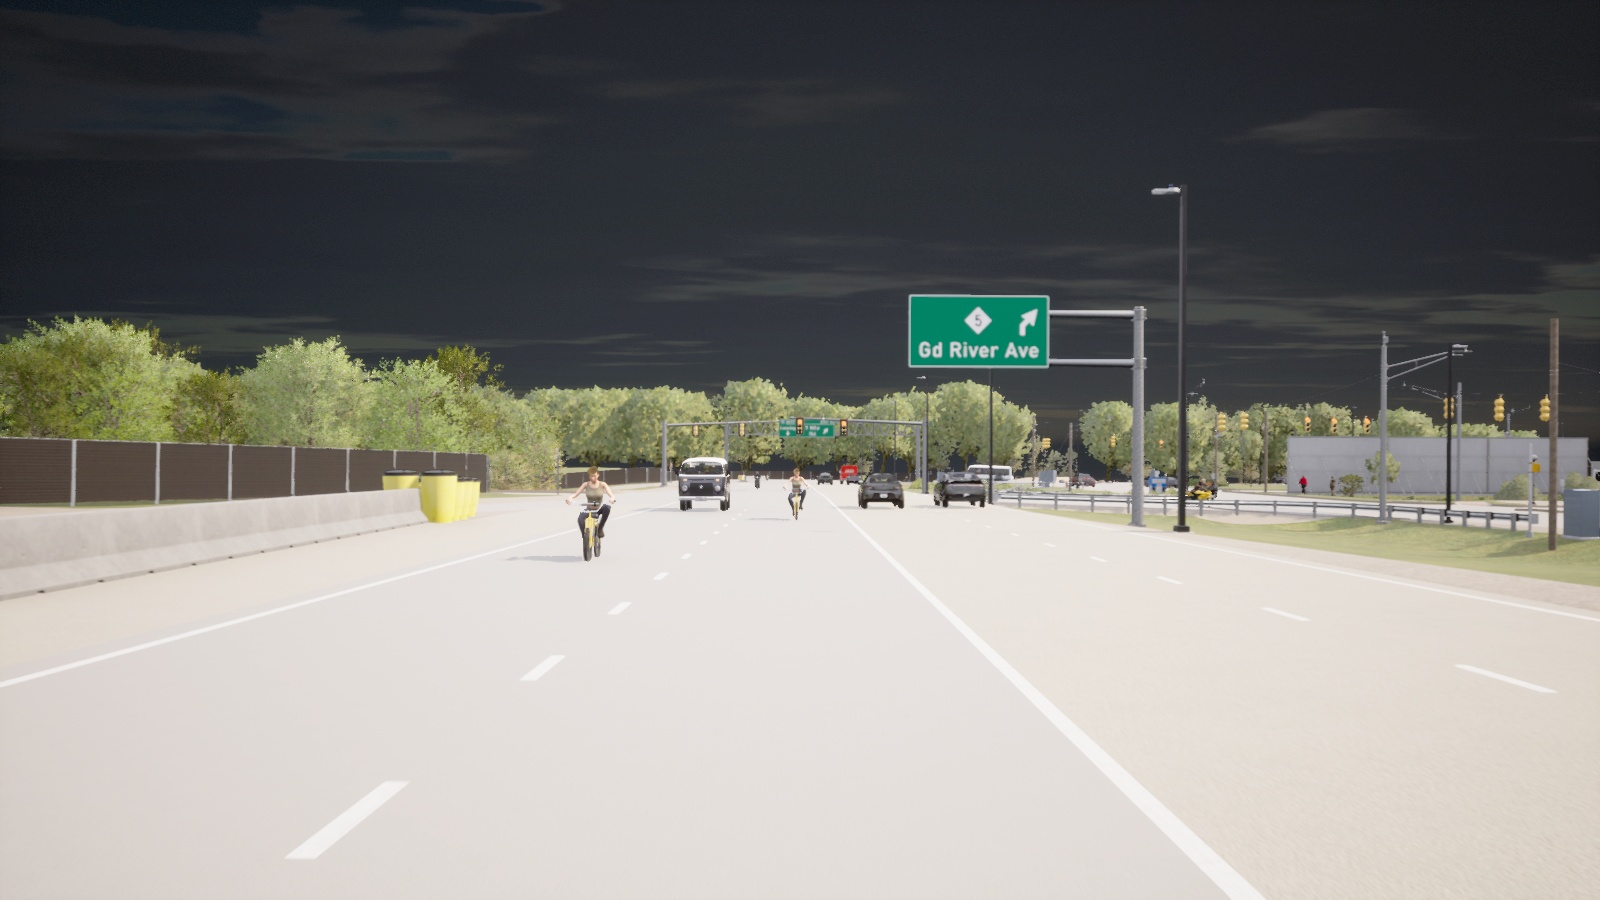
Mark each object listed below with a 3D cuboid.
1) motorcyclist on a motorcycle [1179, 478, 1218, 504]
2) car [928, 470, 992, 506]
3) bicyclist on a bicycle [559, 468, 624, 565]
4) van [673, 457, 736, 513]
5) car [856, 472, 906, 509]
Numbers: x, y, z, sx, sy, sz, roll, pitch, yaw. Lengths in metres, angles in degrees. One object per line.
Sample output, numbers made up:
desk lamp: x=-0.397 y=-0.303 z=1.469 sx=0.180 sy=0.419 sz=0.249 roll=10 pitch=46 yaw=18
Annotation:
motorcyclist on a motorcycle: x=24.212 y=2.478 z=76.301 sx=2.044 sy=1.523 sz=0.797 roll=-2 pitch=0 yaw=-3
car: x=6.874 y=1.607 z=54.383 sx=2.128 sy=1.511 sz=4.902 roll=0 pitch=-1 yaw=0
bicyclist on a bicycle: x=-3.550 y=1.114 z=21.546 sx=0.866 sy=1.612 sz=1.509 roll=0 pitch=-1 yaw=0
van: x=-3.613 y=1.318 z=48.105 sx=2.069 sy=2.038 sz=4.480 roll=0 pitch=-1 yaw=0
car: x=3.377 y=1.653 z=52.769 sx=1.816 sy=1.474 sz=4.193 roll=0 pitch=-1 yaw=0
